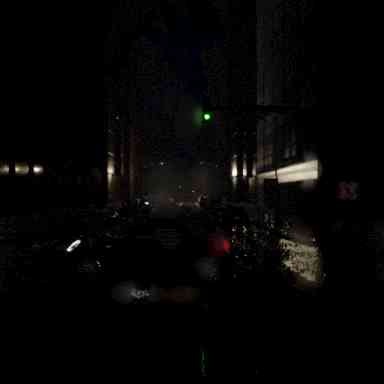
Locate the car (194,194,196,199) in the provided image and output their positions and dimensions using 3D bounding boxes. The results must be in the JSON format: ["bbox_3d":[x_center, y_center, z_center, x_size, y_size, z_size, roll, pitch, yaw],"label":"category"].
[{"bbox_3d":[2.095,1.544,72.866,1.887,1.381,4.507,0,0,-1],"label":"car"}]

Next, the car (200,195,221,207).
[{"bbox_3d":[2.472,1.346,39.004,2.192,1.841,5.009,0,0,-1],"label":"car"}]

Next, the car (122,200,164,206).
[{"bbox_3d":[-3.230,1.518,21.125,2.128,1.511,4.902,0,0,1],"label":"car"}]

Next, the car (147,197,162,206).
[{"bbox_3d":[-6.242,1.584,55.845,1.947,1.339,4.313,0,0,-1],"label":"car"}]

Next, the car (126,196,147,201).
[{"bbox_3d":[-5.991,1.469,33.269,1.967,1.590,4.097,0,0,-1],"label":"car"}]

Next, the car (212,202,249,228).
[{"bbox_3d":[2.658,1.595,22.073,1.947,1.339,4.313,0,0,-1],"label":"car"}]

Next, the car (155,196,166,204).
[{"bbox_3d":[-6.367,1.549,67.134,1.887,1.381,4.507,0,0,-1],"label":"car"}]

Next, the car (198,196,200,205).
[{"bbox_3d":[2.345,1.571,50.291,1.887,1.381,4.507,0,0,-1],"label":"car"}]

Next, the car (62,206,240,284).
[{"bbox_3d":[-1.157,1.406,9.331,4.553,1.767,2.097,1,0,0],"label":"car"}]

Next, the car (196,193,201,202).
[{"bbox_3d":[2.284,1.336,55.935,2.192,1.841,5.009,0,0,-1],"label":"car"}]

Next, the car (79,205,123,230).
[{"bbox_3d":[-5.867,1.608,21.980,1.802,1.307,4.206,0,0,-1],"label":"car"}]

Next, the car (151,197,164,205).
[{"bbox_3d":[-6.305,1.578,61.490,1.947,1.339,4.313,0,0,-1],"label":"car"}]

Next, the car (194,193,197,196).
[{"bbox_3d":[2.030,1.517,78.679,1.752,1.417,4.829,0,0,-1],"label":"car"}]

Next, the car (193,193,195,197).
[{"bbox_3d":[1.969,1.552,84.152,1.947,1.339,4.313,0,0,-1],"label":"car"}]

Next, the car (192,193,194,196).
[{"bbox_3d":[1.843,1.545,95.438,1.947,1.339,4.313,0,0,-1],"label":"car"}]

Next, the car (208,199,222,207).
[{"bbox_3d":[2.596,1.576,27.717,1.887,1.381,4.507,0,0,-1],"label":"car"}]

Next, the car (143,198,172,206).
[{"bbox_3d":[-3.308,1.577,32.132,2.033,1.411,5.357,0,0,-1],"label":"car"}]

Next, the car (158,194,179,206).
[{"bbox_3d":[-3.469,1.516,49.884,2.128,1.511,4.902,0,0,0],"label":"car"}]
